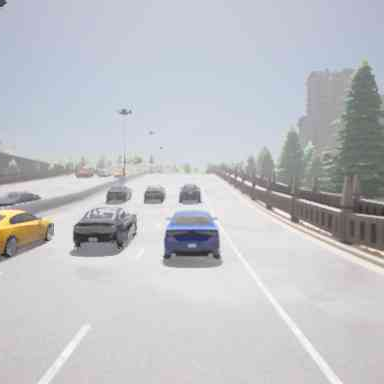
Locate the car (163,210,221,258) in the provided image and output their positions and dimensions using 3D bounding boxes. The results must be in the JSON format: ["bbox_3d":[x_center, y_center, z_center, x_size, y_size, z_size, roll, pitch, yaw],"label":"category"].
[{"bbox_3d":[-0.008,1.413,12.673,1.882,1.535,5.008,0,2,0],"label":"car"}]

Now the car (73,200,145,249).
[{"bbox_3d":[-3.518,1.384,14.188,2.128,1.511,4.902,0,2,0],"label":"car"}]

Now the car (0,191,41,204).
[{"bbox_3d":[-14.321,0.669,27.221,2.033,1.411,5.357,0,5,0],"label":"car"}]

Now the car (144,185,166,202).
[{"bbox_3d":[-3.674,0.044,33.191,2.128,1.511,4.902,0,6,0],"label":"car"}]

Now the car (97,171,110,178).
[{"bbox_3d":[-18.072,-3.656,68.573,1.895,1.301,4.718,0,6,0],"label":"car"}]

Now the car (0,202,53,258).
[{"bbox_3d":[-7.009,1.416,12.649,1.882,1.535,5.008,0,2,0],"label":"car"}]

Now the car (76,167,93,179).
[{"bbox_3d":[-21.557,-3.851,66.866,2.150,2.045,5.566,0,6,0],"label":"car"}]

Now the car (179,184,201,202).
[{"bbox_3d":[-0.172,-0.066,32.906,2.097,1.767,4.553,0,6,0],"label":"car"}]

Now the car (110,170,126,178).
[{"bbox_3d":[-14.559,-3.611,67.014,1.882,1.535,5.008,0,6,0],"label":"car"}]

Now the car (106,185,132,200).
[{"bbox_3d":[-7.173,0.079,33.001,1.837,1.490,4.892,0,6,0],"label":"car"}]
